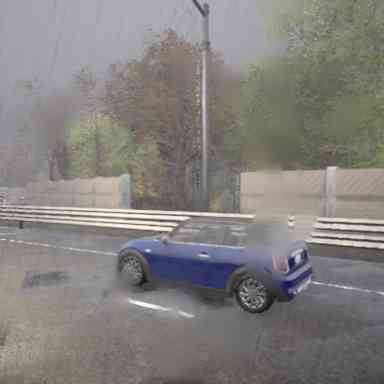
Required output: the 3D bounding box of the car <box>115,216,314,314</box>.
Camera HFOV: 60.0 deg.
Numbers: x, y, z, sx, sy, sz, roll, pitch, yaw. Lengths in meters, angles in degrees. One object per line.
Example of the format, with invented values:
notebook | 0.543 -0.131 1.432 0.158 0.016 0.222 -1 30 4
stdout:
car | 0.334 1.339 7.789 4.553 1.767 2.097 0 0 34
